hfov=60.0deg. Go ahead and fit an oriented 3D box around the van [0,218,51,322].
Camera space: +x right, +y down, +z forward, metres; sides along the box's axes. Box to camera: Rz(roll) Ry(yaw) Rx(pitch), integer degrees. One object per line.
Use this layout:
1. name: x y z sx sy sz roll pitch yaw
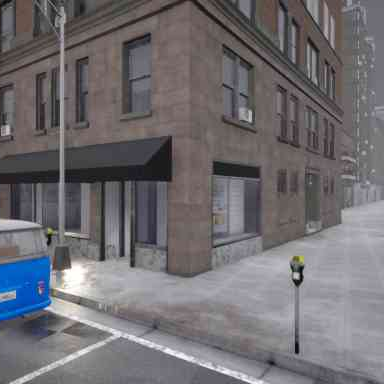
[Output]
1. van: -4.308 1.340 6.092 3.998 1.788 1.690 0 0 35
